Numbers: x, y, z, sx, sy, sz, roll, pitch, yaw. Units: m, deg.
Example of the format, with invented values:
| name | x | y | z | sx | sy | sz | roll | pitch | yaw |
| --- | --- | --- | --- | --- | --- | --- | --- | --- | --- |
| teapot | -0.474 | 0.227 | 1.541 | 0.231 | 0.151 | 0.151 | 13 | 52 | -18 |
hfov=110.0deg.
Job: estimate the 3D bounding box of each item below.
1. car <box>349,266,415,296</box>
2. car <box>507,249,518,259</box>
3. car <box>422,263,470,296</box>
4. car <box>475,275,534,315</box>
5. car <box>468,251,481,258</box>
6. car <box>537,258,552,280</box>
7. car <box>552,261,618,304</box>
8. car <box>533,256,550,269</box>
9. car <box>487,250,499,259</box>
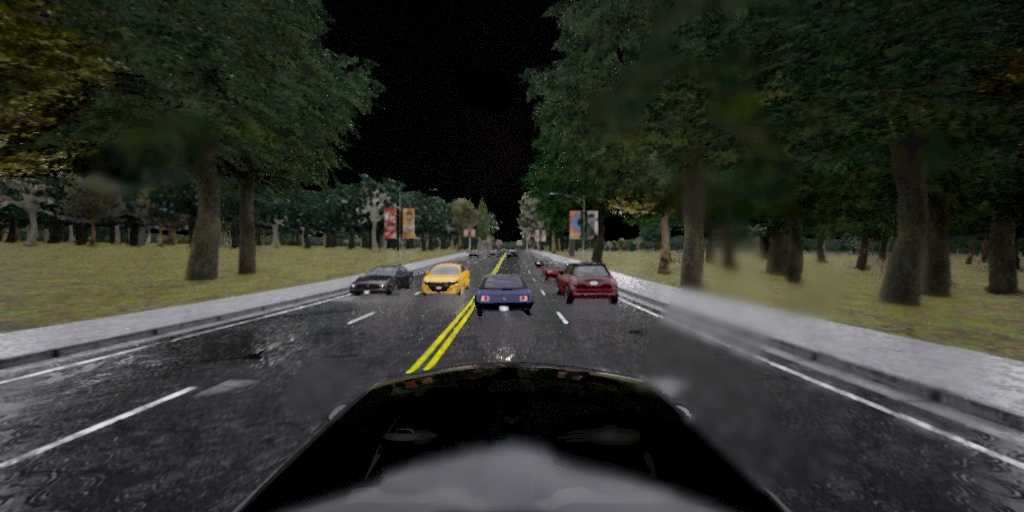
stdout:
| name | x | y | z | sx | sy | sz | roll | pitch | yaw |
| --- | --- | --- | --- | --- | --- | --- | --- | --- | --- |
| car | -6.593 | 1.218 | 18.919 | 2.033 | 1.411 | 5.357 | 0 | 1 | 0 |
| car | 0.073 | -0.368 | 61.705 | 1.837 | 1.490 | 4.892 | 0 | 3 | 1 |
| car | -3.339 | 1.149 | 18.889 | 1.882 | 1.535 | 5.008 | 0 | 1 | 0 |
| car | -0.313 | 1.345 | 13.481 | 1.895 | 1.301 | 4.718 | 0 | 1 | -2 |
| car | -6.476 | -0.236 | 62.109 | 1.895 | 1.301 | 4.718 | 0 | 2 | 0 |
| car | 3.261 | 1.065 | 27.427 | 1.895 | 1.301 | 4.718 | 0 | 2 | 0 |
| car | 3.256 | 1.062 | 16.376 | 2.097 | 1.767 | 4.553 | 0 | 1 | 0 |
| car | 3.265 | 0.653 | 38.419 | 1.895 | 1.301 | 4.718 | 0 | 2 | 0 |
| car | -3.226 | -0.291 | 62.136 | 2.033 | 1.411 | 5.357 | 0 | 2 | 0 |
